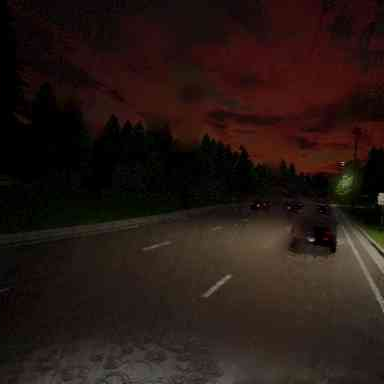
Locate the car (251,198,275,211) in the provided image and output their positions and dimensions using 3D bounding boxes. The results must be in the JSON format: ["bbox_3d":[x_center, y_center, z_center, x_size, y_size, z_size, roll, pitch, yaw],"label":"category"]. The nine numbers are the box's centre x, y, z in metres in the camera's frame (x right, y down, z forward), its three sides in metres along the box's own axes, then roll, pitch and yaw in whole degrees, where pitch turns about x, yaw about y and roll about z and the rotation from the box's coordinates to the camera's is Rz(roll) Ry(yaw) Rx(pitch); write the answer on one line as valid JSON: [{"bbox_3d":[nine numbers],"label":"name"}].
[{"bbox_3d":[8.673,1.600,41.453,1.994,1.385,4.181,4,1,22],"label":"car"}]

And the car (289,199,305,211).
[{"bbox_3d":[15.539,1.915,49.259,1.812,1.442,4.674,4,1,22],"label":"car"}]

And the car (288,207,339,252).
[{"bbox_3d":[5.534,1.694,15.027,1.812,1.442,4.674,4,1,22],"label":"car"}]

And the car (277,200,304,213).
[{"bbox_3d":[11.908,1.831,40.138,1.994,1.385,4.181,4,1,22],"label":"car"}]

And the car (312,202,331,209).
[{"bbox_3d":[15.129,1.990,38.782,2.128,1.511,4.902,4,1,22],"label":"car"}]

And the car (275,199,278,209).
[{"bbox_3d":[12.252,1.682,50.450,1.812,1.442,4.674,4,1,22],"label":"car"}]
